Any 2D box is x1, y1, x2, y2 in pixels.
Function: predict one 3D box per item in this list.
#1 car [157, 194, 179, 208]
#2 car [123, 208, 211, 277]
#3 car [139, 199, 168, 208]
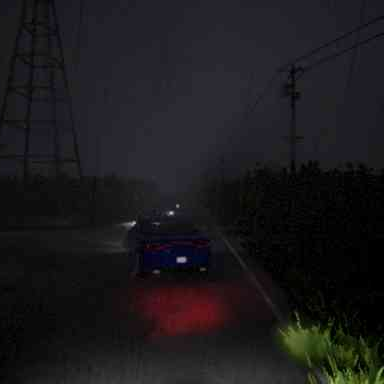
[{"bbox_3d":[-3.304,1.301,43.502,2.150,2.045,5.566,0,1,0],"label":"car"},{"bbox_3d":[-0.954,1.484,10.413,1.882,1.535,5.008,1,0,-16],"label":"car"},{"bbox_3d":[-3.303,1.581,27.657,1.812,1.442,4.674,0,0,0],"label":"car"}]
